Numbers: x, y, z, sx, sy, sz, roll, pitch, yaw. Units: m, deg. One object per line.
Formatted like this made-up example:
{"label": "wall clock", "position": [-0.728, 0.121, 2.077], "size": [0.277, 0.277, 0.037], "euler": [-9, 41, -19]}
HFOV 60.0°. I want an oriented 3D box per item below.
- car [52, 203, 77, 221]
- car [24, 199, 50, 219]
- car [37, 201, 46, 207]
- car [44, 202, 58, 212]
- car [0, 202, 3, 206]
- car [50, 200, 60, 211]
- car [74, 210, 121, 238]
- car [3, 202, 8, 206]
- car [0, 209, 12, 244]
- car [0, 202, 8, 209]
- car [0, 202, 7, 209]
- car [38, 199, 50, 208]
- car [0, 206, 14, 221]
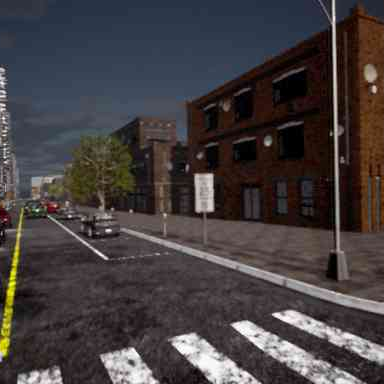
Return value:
{"label": "car", "position": [-12.698, 2.117, 33.846], "size": [2.008, 1.369, 4.403], "euler": [-3, 0, -27]}
{"label": "car", "position": [-17.764, 2.079, 38.033], "size": [2.097, 1.767, 4.553], "euler": [-2, 0, -26]}
{"label": "car", "position": [-37.945, 3.020, 83.915], "size": [1.947, 1.339, 4.313], "euler": [-3, 0, -27]}
{"label": "car", "position": [-23.079, 2.457, 54.417], "size": [1.752, 1.417, 4.829], "euler": [-3, 0, -27]}
{"label": "car", "position": [-30.496, 2.453, 50.499], "size": [2.192, 1.841, 5.009], "euler": [-3, 0, -27]}
{"label": "car", "position": [-20.521, 2.156, 49.322], "size": [2.192, 1.841, 5.009], "euler": [-3, 0, -27]}
{"label": "car", "position": [-5.452, 1.862, 19.731], "size": [2.008, 1.369, 4.403], "euler": [-3, 0, -27]}
{"label": "car", "position": [-37.958, 2.946, 65.326], "size": [1.887, 1.381, 4.507], "euler": [-3, 0, -27]}
{"label": "car", "position": [-11.186, 1.967, 17.984], "size": [2.128, 1.511, 4.902], "euler": [-2, 0, -27]}
{"label": "car", "position": [-45.355, 3.186, 80.000], "size": [1.752, 1.417, 4.829], "euler": [-3, 0, -27]}
{"label": "car", "position": [-42.864, 3.099, 75.058], "size": [1.752, 1.417, 4.829], "euler": [-3, 0, -27]}
{"label": "car", "position": [-32.974, 2.594, 74.031], "size": [2.192, 1.841, 5.009], "euler": [-3, 0, -27]}
{"label": "car", "position": [-15.803, 2.164, 27.168], "size": [1.812, 1.442, 4.674], "euler": [-2, 0, -27]}
